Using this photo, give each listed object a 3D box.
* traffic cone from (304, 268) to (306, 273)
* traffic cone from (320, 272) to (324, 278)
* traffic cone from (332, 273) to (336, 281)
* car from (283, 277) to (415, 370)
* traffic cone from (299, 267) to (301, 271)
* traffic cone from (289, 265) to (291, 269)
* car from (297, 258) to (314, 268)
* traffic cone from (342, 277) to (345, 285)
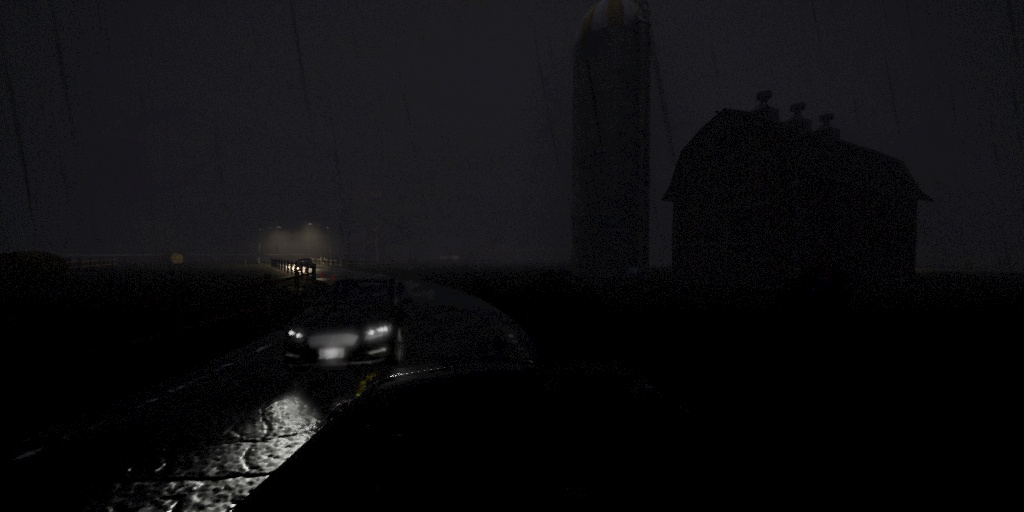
[{"bbox_3d":[-23.039,1.597,40.056,0.340,0.580,0.340,0,0,-37],"label":"traffic cone"},{"bbox_3d":[-17.003,1.646,32.082,0.340,0.580,0.340,0,0,-37],"label":"traffic cone"},{"bbox_3d":[-13.989,1.668,28.100,0.340,0.580,0.340,0,0,-37],"label":"traffic cone"},{"bbox_3d":[-3.228,1.239,7.932,2.128,1.511,4.902,0,0,-11],"label":"car"},{"bbox_3d":[-26.059,1.571,44.042,0.340,0.580,0.340,0,0,-37],"label":"traffic cone"},{"bbox_3d":[-32.095,1.518,52.015,0.340,0.580,0.340,0,0,-37],"label":"traffic cone"},{"bbox_3d":[-31.254,1.042,54.271,1.837,1.490,4.892,-1,1,-38],"label":"car"},{"bbox_3d":[-11.322,1.680,24.168,0.340,0.580,0.340,0,0,-31],"label":"traffic cone"}]
